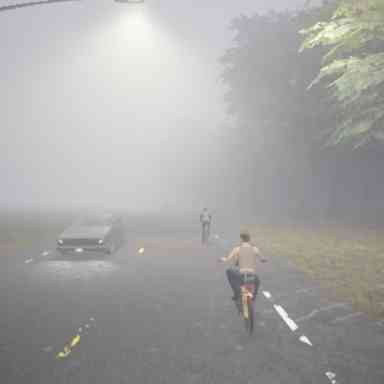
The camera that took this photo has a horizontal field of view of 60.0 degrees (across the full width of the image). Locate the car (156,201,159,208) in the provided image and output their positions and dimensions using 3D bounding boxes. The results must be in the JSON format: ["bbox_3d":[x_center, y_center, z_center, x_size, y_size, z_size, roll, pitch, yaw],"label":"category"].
[{"bbox_3d":[-6.889,2.757,73.635,2.033,1.411,5.357,0,-1,-11],"label":"car"}]

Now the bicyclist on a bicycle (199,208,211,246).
[{"bbox_3d":[0.618,1.534,14.934,0.582,1.620,1.656,0,-1,-2],"label":"bicyclist on a bicycle"}]

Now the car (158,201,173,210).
[{"bbox_3d":[-4.601,2.465,60.427,1.837,1.490,4.892,0,-3,-9],"label":"car"}]

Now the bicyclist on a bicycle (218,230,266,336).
[{"bbox_3d":[0.895,1.446,5.726,0.866,1.612,1.509,0,0,-1],"label":"bicyclist on a bicycle"}]

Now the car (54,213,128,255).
[{"bbox_3d":[-3.904,1.618,13.921,2.033,1.411,5.357,0,-1,-2],"label":"car"}]
